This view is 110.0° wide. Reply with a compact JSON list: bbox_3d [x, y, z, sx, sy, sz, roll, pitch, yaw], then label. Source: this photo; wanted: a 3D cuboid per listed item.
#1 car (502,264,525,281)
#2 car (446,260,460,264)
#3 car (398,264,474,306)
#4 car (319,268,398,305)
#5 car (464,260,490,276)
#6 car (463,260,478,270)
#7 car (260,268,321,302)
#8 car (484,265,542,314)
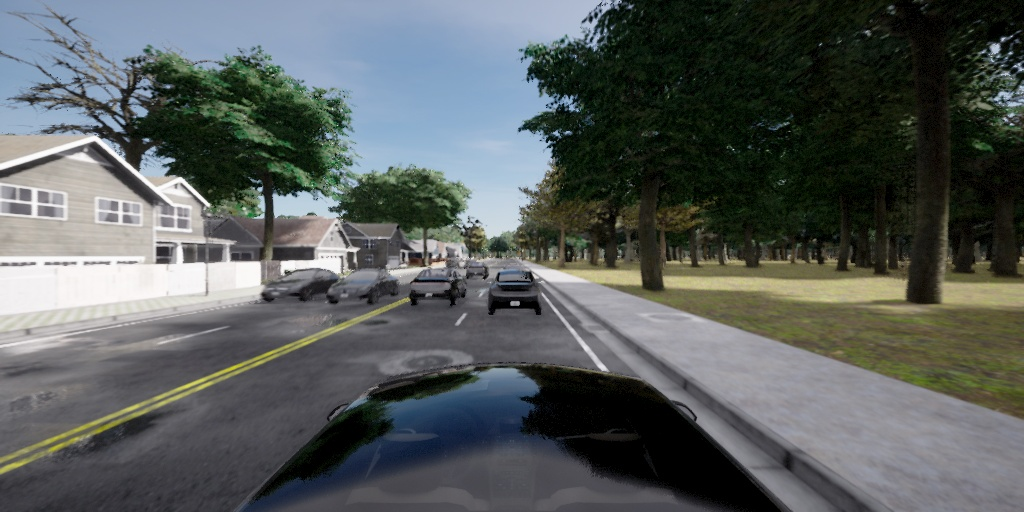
[{"bbox_3d":[0.099,1.426,32.151,1.895,1.301,4.718,0,0,0],"label":"car"},{"bbox_3d":[-9.803,1.389,59.452,1.837,1.490,4.892,0,0,0],"label":"car"},{"bbox_3d":[-3.149,1.278,15.978,2.128,1.511,4.902,0,0,0],"label":"car"},{"bbox_3d":[-6.600,1.314,16.444,1.812,1.442,4.674,0,0,0],"label":"car"},{"bbox_3d":[-3.151,1.320,33.576,2.128,1.511,4.902,0,0,0],"label":"car"},{"bbox_3d":[-6.562,1.384,56.855,1.837,1.490,4.892,0,0,0],"label":"car"},{"bbox_3d":[-9.850,1.316,17.279,1.812,1.442,4.674,0,0,0],"label":"car"},{"bbox_3d":[0.101,1.286,13.927,1.837,1.490,4.892,0,0,0],"label":"car"}]
